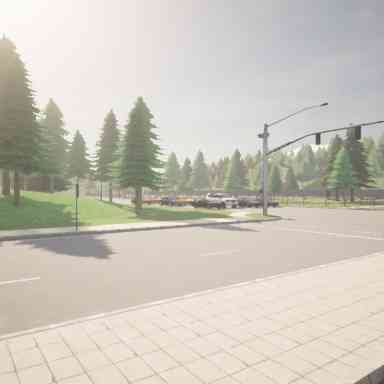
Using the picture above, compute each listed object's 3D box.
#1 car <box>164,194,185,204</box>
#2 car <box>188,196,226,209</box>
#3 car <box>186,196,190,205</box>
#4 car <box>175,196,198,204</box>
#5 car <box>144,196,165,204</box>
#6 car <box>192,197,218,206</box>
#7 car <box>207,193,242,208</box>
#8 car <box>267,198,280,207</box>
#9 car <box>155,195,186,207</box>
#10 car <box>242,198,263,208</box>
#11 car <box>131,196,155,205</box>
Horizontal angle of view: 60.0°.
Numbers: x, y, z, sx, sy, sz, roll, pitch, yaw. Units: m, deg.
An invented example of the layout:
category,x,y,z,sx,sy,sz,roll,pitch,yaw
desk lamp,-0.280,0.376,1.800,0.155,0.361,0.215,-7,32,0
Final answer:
category,x,y,z,sx,sy,sz,roll,pitch,yaw
car,-3.404,1.352,64.131,2.097,1.767,4.553,0,0,-35
car,1.931,1.601,44.296,1.895,1.301,4.718,0,0,-35
car,-1.492,1.478,55.262,1.882,1.535,5.008,0,0,-35
car,-1.143,1.547,67.047,2.033,1.411,5.357,0,0,-34
car,-7.156,1.478,63.376,1.882,1.535,5.008,0,0,-35
car,2.167,1.601,56.149,1.895,1.301,4.718,0,0,-35
car,4.118,1.221,47.285,2.150,2.045,5.566,0,0,-34
car,10.604,1.547,50.230,2.033,1.411,5.357,0,0,-35
car,-3.424,1.505,51.919,1.837,1.490,4.892,0,0,-35
car,7.677,1.547,48.301,2.033,1.411,5.357,0,0,-35
car,-9.290,1.547,60.302,2.033,1.411,5.357,0,0,-36
